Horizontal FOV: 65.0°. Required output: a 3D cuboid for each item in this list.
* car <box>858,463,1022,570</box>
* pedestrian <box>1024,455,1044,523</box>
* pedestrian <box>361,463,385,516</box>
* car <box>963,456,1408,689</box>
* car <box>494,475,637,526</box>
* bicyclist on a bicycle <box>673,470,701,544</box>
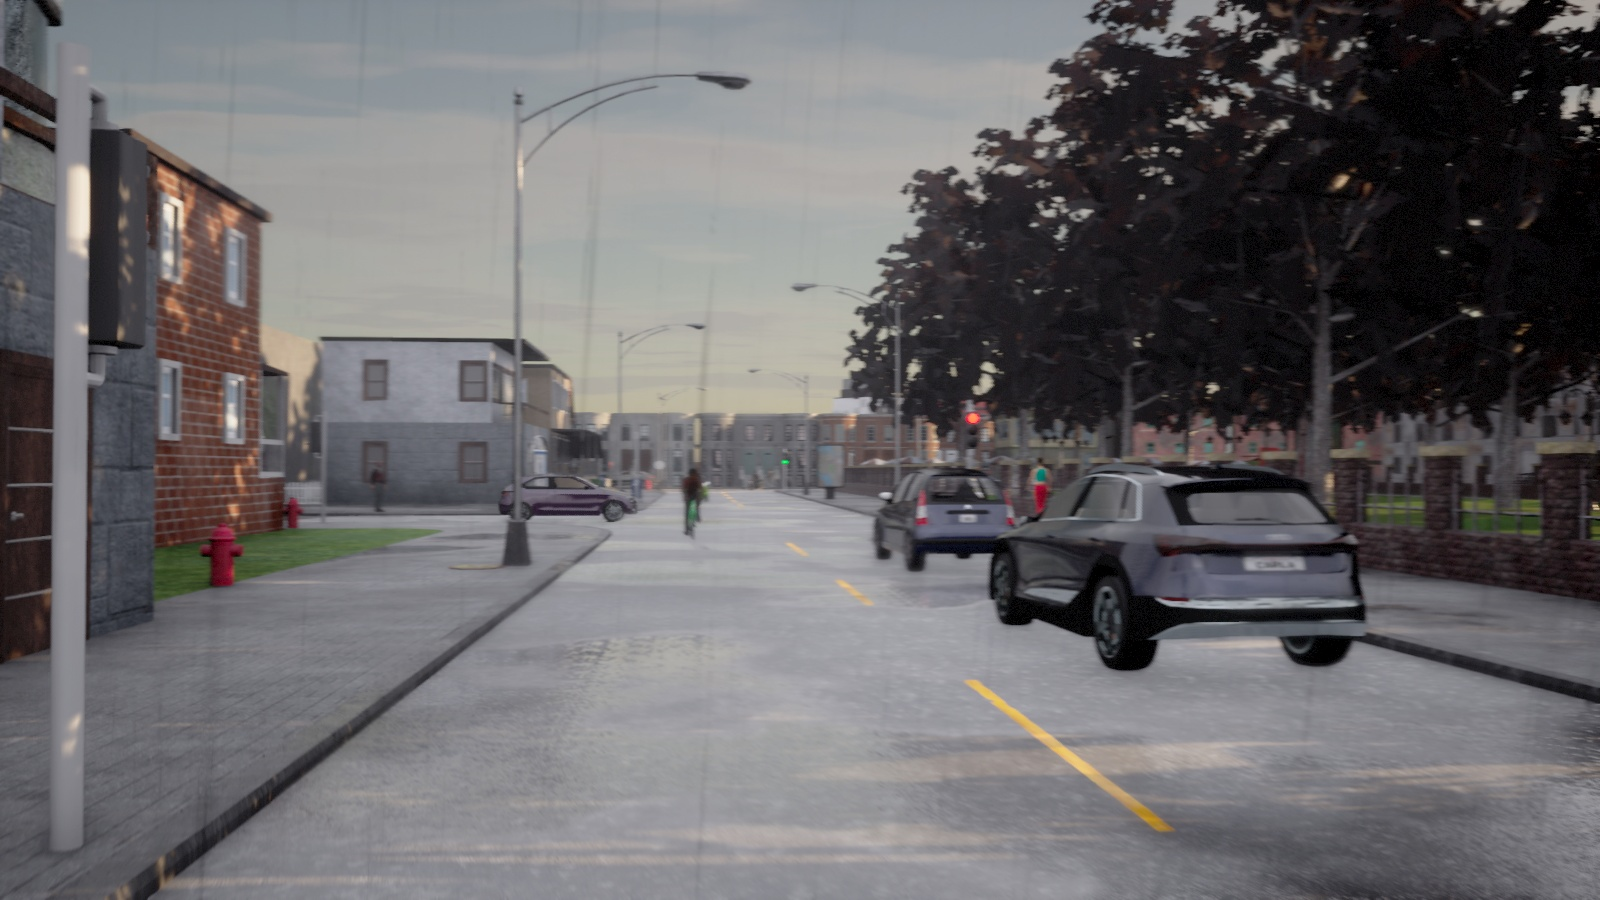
[{"bbox_3d":[2.241,1.051,21.181,1.851,1.617,3.988,0,-1,-7],"label":"car"},{"bbox_3d":[6.392,1.052,34.315,0.345,1.836,0.594,0,-1,-5],"label":"pedestrian"},{"bbox_3d":[-15.102,1.387,44.410,0.720,1.854,0.376,-1,-1,27],"label":"pedestrian"},{"bbox_3d":[3.126,0.914,11.508,2.033,1.649,4.856,0,-1,-8],"label":"car"},{"bbox_3d":[-7.181,1.531,38.521,4.193,1.474,1.816,0,-1,-11],"label":"car"},{"bbox_3d":[-2.582,1.268,28.606,0.582,1.620,1.656,-1,-1,-7],"label":"bicyclist on a bicycle"}]
